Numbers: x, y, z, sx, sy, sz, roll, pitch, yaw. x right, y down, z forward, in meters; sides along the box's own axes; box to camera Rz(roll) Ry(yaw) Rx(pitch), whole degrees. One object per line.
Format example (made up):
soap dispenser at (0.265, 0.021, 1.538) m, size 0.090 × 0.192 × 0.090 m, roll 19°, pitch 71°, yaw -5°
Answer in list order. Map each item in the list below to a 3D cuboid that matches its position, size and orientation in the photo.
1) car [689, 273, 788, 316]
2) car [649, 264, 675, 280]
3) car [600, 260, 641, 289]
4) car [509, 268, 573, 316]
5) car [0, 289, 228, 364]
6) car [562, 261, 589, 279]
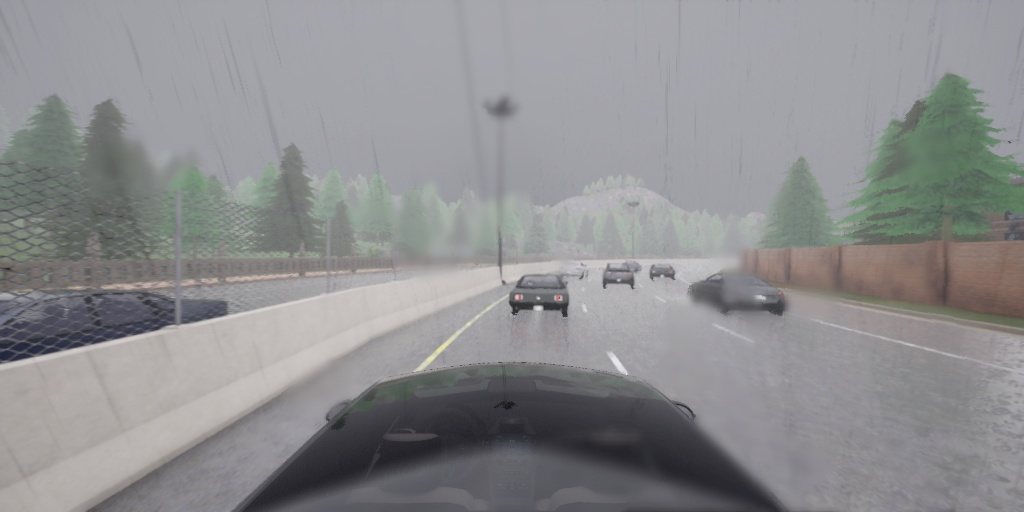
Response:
car at (8.265, 1.314, 13.486) m, size 1.994 × 1.385 × 4.181 m, roll 0°, pitch 0°, yaw 9°
car at (12.712, 1.292, 30.533) m, size 1.895 × 1.301 × 4.718 m, roll 1°, pitch 0°, yaw 20°
car at (6.716, 1.178, 22.873) m, size 2.128 × 1.511 × 4.902 m, roll 1°, pitch 0°, yaw 14°
car at (1.108, 1.296, 13.144) m, size 1.895 × 1.301 × 4.718 m, roll 0°, pitch 0°, yaw 8°
car at (-6.909, 1.223, 5.199) m, size 2.033 × 1.411 × 5.357 m, roll 0°, pitch 0°, yaw 3°
car at (5.335, 1.158, 30.541) m, size 1.812 × 1.442 × 4.674 m, roll 0°, pitch 0°, yaw 18°
